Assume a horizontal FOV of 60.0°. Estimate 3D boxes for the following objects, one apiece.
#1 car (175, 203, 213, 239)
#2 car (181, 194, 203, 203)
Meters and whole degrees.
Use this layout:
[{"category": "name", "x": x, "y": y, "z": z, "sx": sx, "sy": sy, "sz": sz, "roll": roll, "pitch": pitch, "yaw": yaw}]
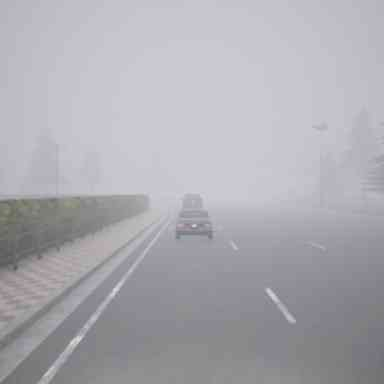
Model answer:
[{"category": "car", "x": 0.100, "y": 1.548, "z": 17.387, "sx": 2.033, "sy": 1.411, "sz": 5.357, "roll": 0, "pitch": 0, "yaw": 0}, {"category": "car", "x": -0.004, "y": 1.224, "z": 36.459, "sx": 2.150, "sy": 2.045, "sz": 5.566, "roll": 0, "pitch": 0, "yaw": -2}]
